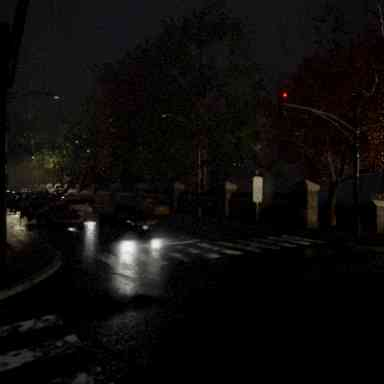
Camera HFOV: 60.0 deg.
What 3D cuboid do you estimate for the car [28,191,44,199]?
[{"bbox_3d":[-29.607,0.504,63.024,2.008,1.369,4.403,2,0,-36],"label":"car"}]

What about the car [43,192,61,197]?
[{"bbox_3d":[-14.876,1.001,32.893,2.033,1.411,5.357,1,0,-36],"label":"car"}]

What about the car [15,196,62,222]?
[{"bbox_3d":[-10.342,1.202,22.269,1.802,1.307,4.206,2,0,-36],"label":"car"}]

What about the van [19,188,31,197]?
[{"bbox_3d":[-36.110,0.103,71.983,1.690,1.788,3.998,2,0,-36],"label":"van"}]

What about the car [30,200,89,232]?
[{"bbox_3d":[-7.087,1.300,17.791,1.802,1.307,4.206,2,0,-36],"label":"car"}]

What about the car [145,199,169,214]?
[{"bbox_3d":[-3.660,1.253,27.331,1.752,1.417,4.829,2,0,-36],"label":"car"}]

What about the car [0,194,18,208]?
[{"bbox_3d":[-20.110,0.907,35.709,1.802,1.307,4.206,2,0,-36],"label":"car"}]

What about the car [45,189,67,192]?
[{"bbox_3d":[-19.832,0.558,49.589,2.192,1.841,5.009,2,0,-36],"label":"car"}]

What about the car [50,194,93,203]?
[{"bbox_3d":[-8.864,1.161,24.630,1.812,1.442,4.674,1,0,-36],"label":"car"}]

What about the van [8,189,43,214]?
[{"bbox_3d":[-13.589,0.862,26.750,1.690,1.788,3.998,2,0,-36],"label":"van"}]

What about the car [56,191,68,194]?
[{"bbox_3d":[-16.585,0.905,45.109,1.947,1.339,4.313,2,0,-36],"label":"car"}]

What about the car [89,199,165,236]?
[{"bbox_3d":[-3.508,1.324,17.254,1.812,1.442,4.674,1,0,-36],"label":"car"}]

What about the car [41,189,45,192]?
[{"bbox_3d":[-26.342,0.365,58.547,2.192,1.841,5.009,2,0,-36],"label":"car"}]
